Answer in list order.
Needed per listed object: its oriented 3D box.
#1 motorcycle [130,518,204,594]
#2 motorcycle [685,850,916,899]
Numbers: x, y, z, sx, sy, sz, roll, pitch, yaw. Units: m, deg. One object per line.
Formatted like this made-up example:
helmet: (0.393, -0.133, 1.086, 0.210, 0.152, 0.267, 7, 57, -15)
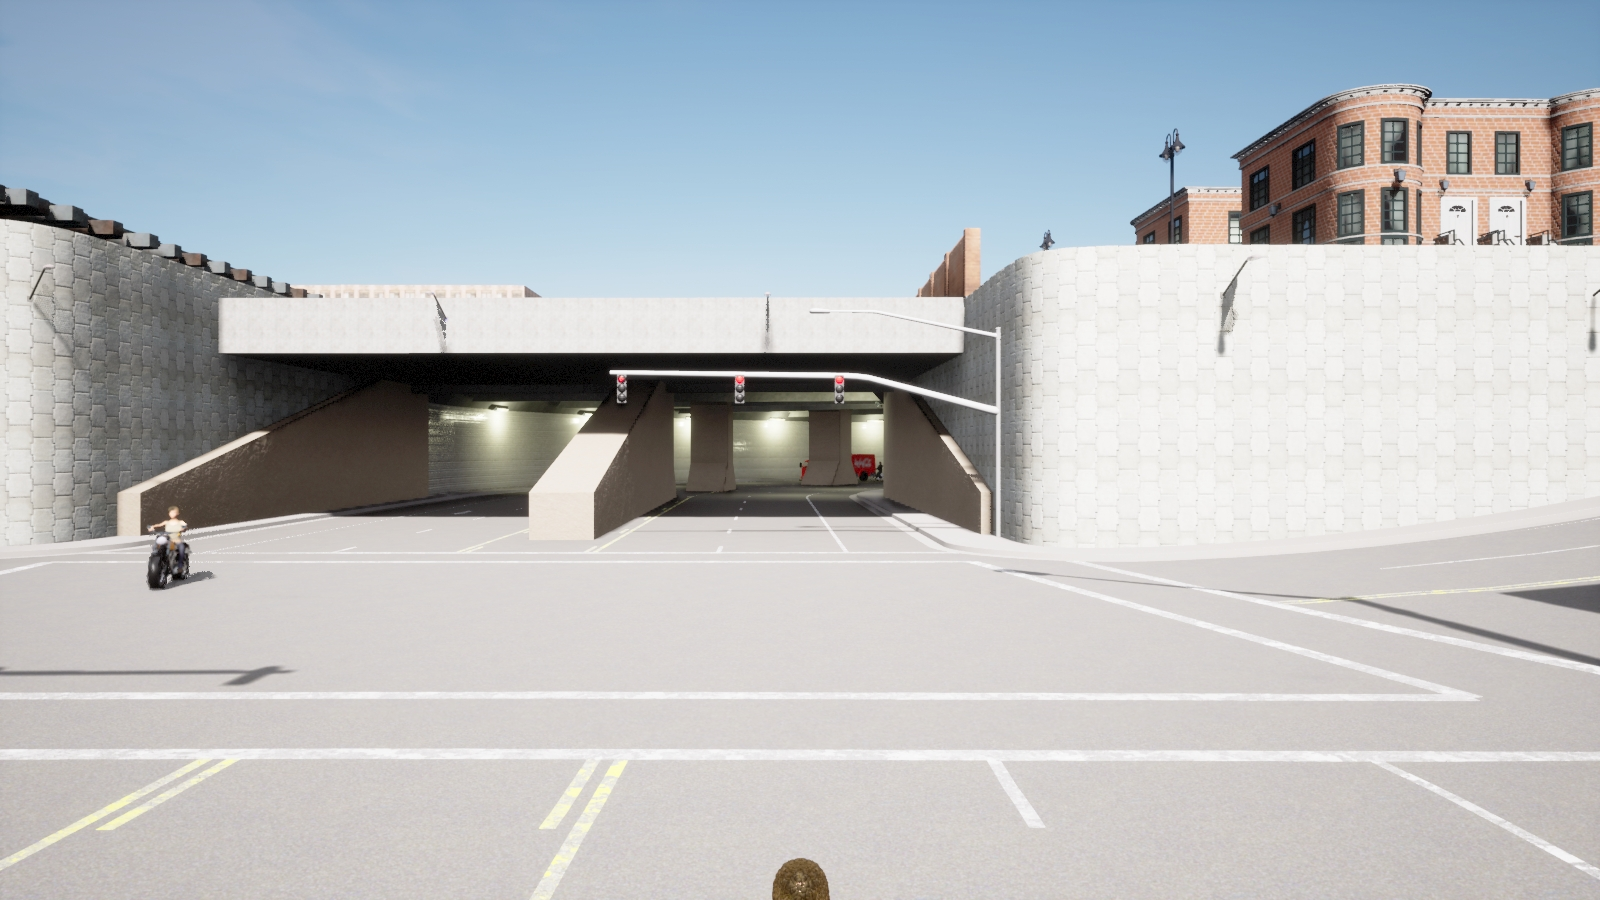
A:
motorcycle: (-13.036, 2.142, 23.591, 0.764, 1.332, 2.356, 0, 0, -15)
motorcycle: (0.004, 2.174, 3.443, 0.803, 1.224, 2.033, 0, 0, 0)
